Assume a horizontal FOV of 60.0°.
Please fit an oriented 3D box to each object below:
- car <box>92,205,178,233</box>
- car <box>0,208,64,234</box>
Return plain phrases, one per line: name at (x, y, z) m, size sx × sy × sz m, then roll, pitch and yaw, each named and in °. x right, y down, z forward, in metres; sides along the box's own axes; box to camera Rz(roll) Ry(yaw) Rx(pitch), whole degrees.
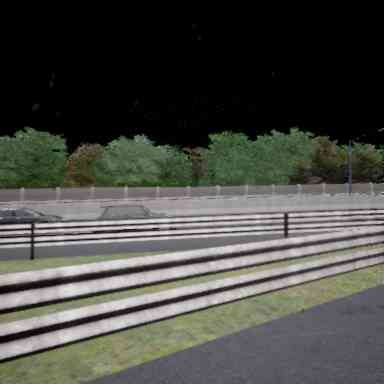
car at (-3.115, 1.483, 18.402) m, size 4.553 × 1.767 × 2.097 m, roll -1°, pitch 0°, yaw -13°
car at (-10.417, 1.739, 20.362) m, size 4.892 × 1.490 × 1.837 m, roll -1°, pitch 0°, yaw -13°
